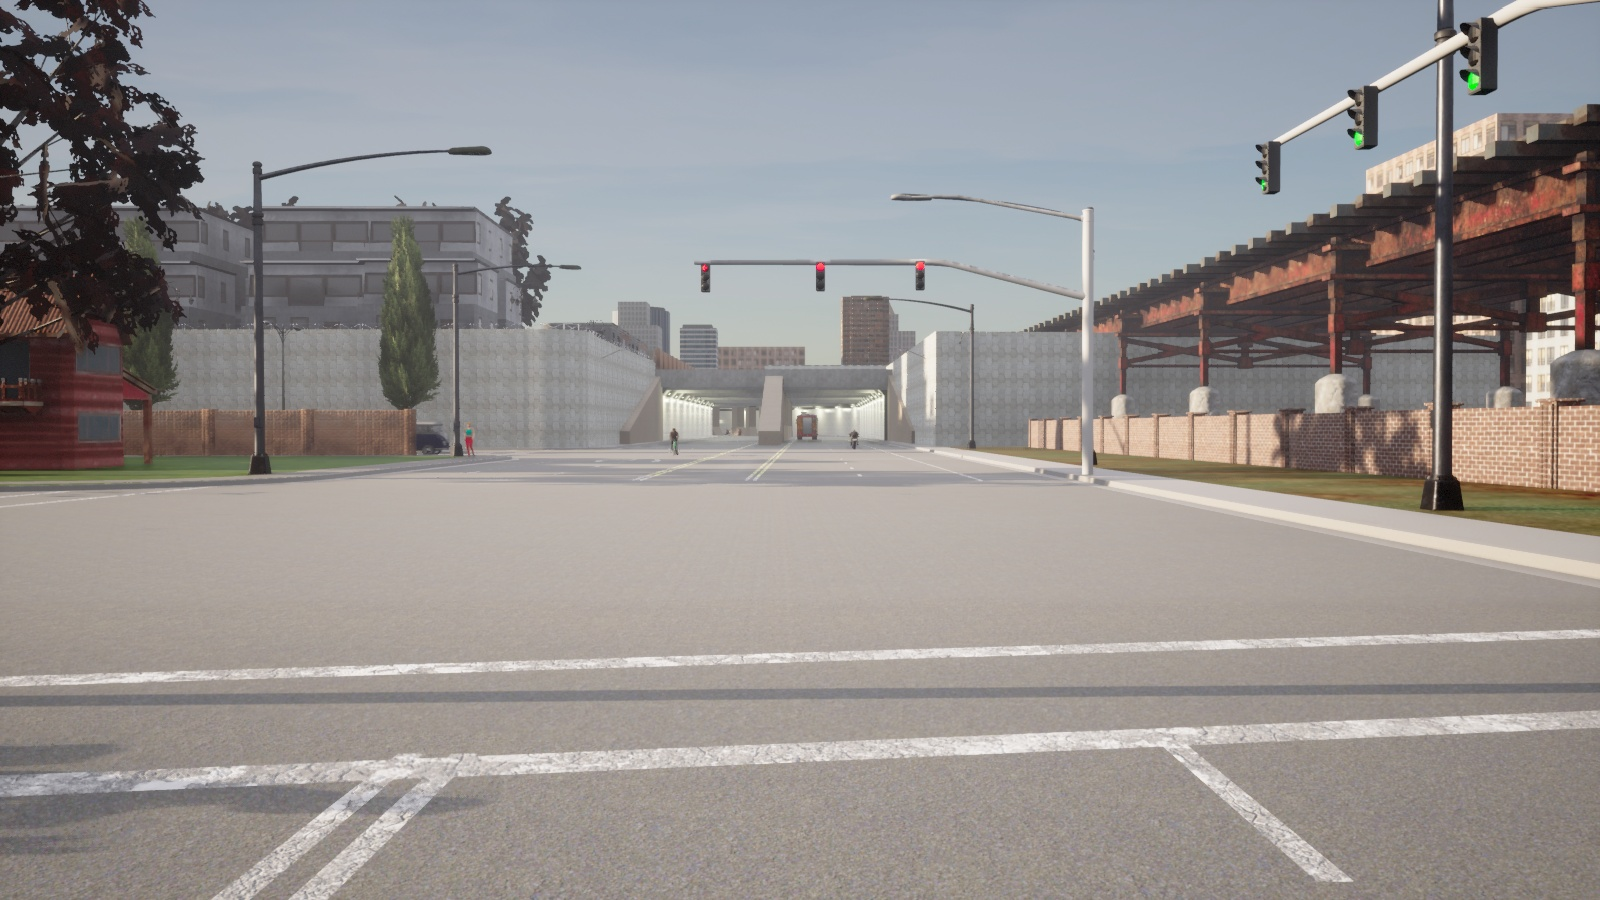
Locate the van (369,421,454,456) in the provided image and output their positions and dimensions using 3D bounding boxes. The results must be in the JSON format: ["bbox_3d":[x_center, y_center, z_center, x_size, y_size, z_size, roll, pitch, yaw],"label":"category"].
[{"bbox_3d":[-22.661,-0.679,73.346,4.442,1.987,1.775,0,1,0],"label":"van"}]

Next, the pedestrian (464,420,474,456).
[{"bbox_3d":[-16.759,-0.605,63.568,0.345,1.836,0.594,0,1,-1],"label":"pedestrian"}]
